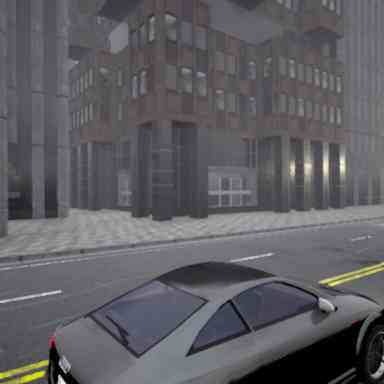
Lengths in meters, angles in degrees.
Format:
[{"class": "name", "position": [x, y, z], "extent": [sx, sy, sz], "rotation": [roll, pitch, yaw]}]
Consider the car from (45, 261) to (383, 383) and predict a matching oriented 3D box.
[{"class": "car", "position": [0.573, 1.550, 3.898], "extent": [4.181, 1.385, 1.994], "rotation": [0, 0, -37]}]
